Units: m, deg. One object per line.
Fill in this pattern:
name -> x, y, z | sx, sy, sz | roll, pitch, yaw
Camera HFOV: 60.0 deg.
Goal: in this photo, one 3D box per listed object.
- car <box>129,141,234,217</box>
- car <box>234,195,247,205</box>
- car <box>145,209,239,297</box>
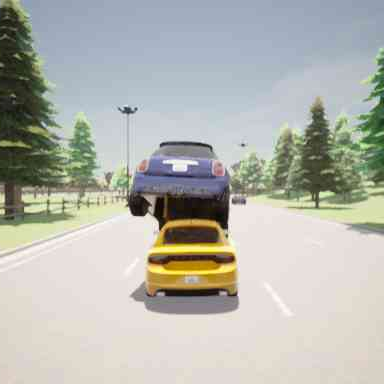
car -> -0.030, 0.043, 8.832 | 2.097, 1.767, 4.553 | 3, -14, 7
car -> 6.993, 1.122, 49.914 | 2.128, 1.511, 4.902 | 0, 0, 0
car -> -0.006, 1.428, 8.471 | 1.882, 1.535, 5.008 | -1, 0, 0
